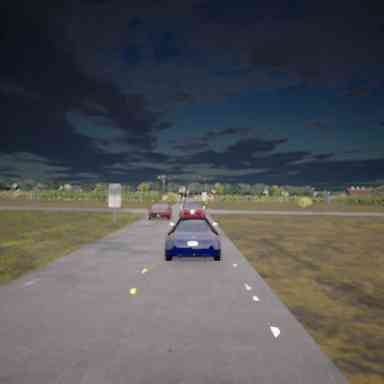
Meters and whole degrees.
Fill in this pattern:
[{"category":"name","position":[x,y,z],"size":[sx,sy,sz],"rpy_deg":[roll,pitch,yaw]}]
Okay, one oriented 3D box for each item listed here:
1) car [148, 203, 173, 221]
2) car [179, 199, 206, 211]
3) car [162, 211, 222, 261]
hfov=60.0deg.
[{"category":"car","position":[-2.795,1.745,30.215],"size":[1.882,1.535,5.008],"rpy_deg":[0,-1,0]},{"category":"car","position":[0.049,1.587,27.304],"size":[2.097,1.767,4.553],"rpy_deg":[0,-1,1]},{"category":"car","position":[0.049,1.660,12.778],"size":[1.994,1.385,4.181],"rpy_deg":[0,0,1]}]
